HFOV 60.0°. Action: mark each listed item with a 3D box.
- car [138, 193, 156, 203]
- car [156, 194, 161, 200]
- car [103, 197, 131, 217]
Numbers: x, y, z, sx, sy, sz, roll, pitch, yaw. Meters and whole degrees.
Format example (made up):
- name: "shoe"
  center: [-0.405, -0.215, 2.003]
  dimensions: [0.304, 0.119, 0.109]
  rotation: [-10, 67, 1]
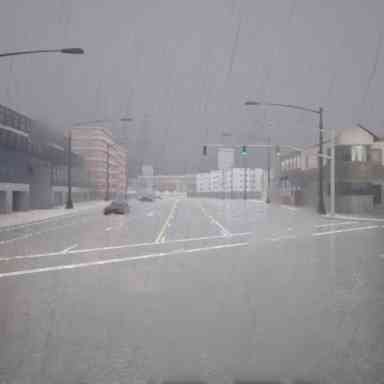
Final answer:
- name: "car"
  center: [-7.886, 0.931, 56.932]
  dimensions: [2.097, 1.767, 4.553]
  rotation: [0, 1, -2]
- name: "car"
  center: [-8.571, 1.268, 82.038]
  dimensions: [2.128, 1.511, 4.902]
  rotation: [0, -1, -2]
- name: "car"
  center: [-7.226, 1.571, 32.588]
  dimensions: [2.033, 1.411, 5.357]
  rotation: [0, 1, -2]
